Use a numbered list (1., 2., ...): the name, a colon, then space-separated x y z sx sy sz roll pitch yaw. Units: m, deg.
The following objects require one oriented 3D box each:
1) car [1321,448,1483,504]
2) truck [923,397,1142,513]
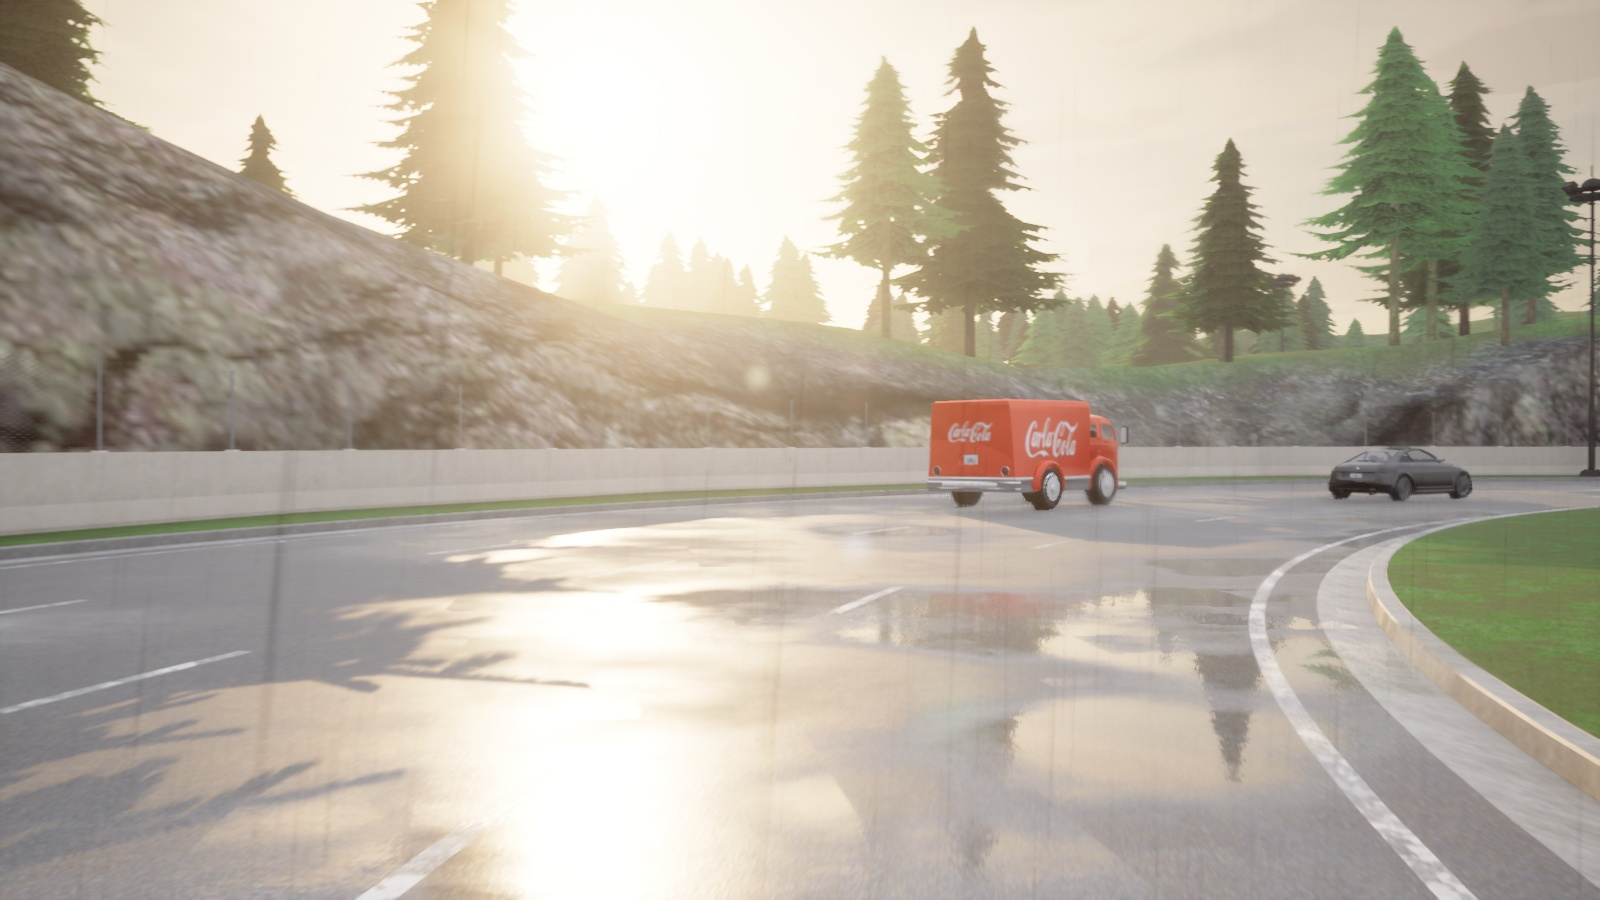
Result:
1. car: 16.085 0.652 33.512 4.181 1.385 1.994 0 0 -33
2. truck: 5.535 0.104 29.455 2.627 2.467 5.204 0 0 43
